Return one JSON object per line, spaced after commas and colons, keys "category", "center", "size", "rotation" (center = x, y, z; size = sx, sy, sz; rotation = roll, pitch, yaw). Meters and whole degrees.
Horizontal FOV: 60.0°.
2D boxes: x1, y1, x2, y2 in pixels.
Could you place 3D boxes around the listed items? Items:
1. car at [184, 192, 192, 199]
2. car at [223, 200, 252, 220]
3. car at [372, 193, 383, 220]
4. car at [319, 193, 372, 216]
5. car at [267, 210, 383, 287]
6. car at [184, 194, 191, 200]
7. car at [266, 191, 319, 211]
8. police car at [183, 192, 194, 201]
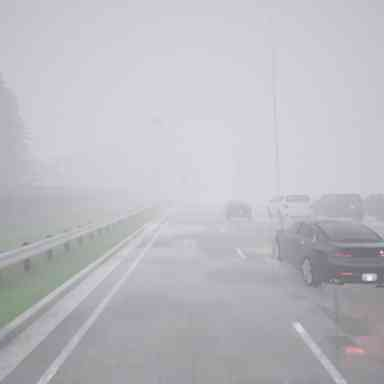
{"category": "car", "center": [-1.053, 0.993, 87.970], "size": [2.097, 1.767, 4.553], "rotation": [0, 0, 0]}
{"category": "car", "center": [3.599, 1.367, 27.053], "size": [1.882, 1.535, 5.008], "rotation": [0, 0, 0]}
{"category": "car", "center": [14.099, 1.120, 24.646], "size": [2.150, 2.045, 5.566], "rotation": [0, 0, 0]}
{"category": "car", "center": [10.598, 1.120, 24.651], "size": [2.150, 2.045, 5.566], "rotation": [0, 0, 0]}
{"category": "car", "center": [3.600, 1.467, 9.165], "size": [1.837, 1.490, 4.892], "rotation": [0, 0, 0]}
{"category": "car", "center": [-1.052, 1.172, 82.000], "size": [1.837, 1.490, 4.892], "rotation": [0, 0, 0]}
{"category": "car", "center": [7.099, 1.120, 24.646], "size": [2.150, 2.045, 5.566], "rotation": [0, 0, 0]}
{"category": "police car", "center": [-1.052, 1.132, 72.110], "size": [1.930, 1.638, 5.238], "rotation": [0, 0, 0]}
